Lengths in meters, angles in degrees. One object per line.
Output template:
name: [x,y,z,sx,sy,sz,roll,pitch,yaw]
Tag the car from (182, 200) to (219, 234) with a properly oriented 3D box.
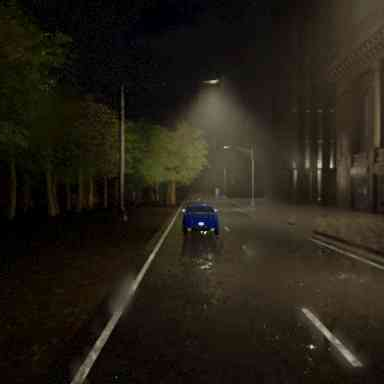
car: [0.445,1.443,19.125,1.882,1.535,5.008,0,0,0]
